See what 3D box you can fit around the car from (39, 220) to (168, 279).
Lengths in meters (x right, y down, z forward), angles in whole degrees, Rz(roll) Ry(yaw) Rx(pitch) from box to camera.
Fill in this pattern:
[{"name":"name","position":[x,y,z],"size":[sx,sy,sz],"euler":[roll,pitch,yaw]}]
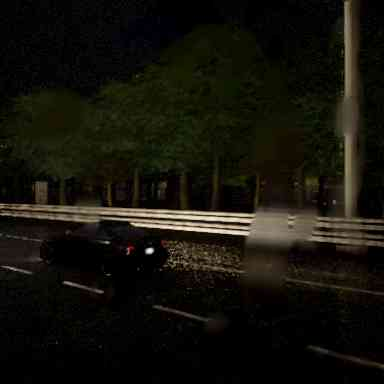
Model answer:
[{"name":"car","position":[-2.778,1.567,10.150],"size":[4.181,1.385,1.994],"euler":[0,0,35]}]
